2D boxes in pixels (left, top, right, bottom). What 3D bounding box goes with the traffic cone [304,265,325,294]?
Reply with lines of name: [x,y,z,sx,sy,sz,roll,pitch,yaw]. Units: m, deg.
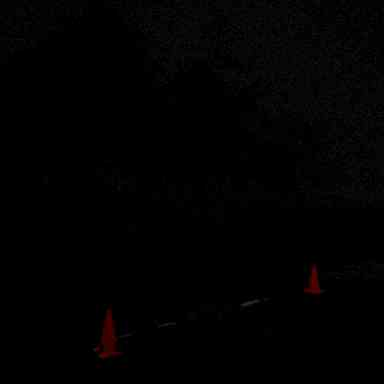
traffic cone: [2.775,1.955,7.544,0.340,0.580,0.340,0,0,-37]

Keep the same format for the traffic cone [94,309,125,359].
traffic cone: [-1.168,1.948,4.687,0.340,0.580,0.340,0,0,-35]
